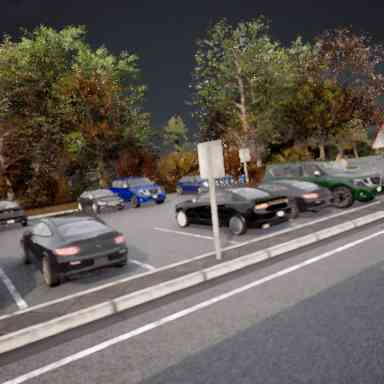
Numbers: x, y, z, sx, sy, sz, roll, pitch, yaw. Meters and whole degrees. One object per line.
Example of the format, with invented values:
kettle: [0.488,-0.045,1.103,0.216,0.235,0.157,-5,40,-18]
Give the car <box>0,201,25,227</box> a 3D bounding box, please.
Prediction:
car: [-10.735,1.264,18.988,2.231,1.521,4.892,-9,5,-36]

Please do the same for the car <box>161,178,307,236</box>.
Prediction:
car: [1.250,0.517,12.159,2.097,1.535,5.008,-9,5,-36]

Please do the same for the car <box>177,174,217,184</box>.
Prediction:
car: [0.618,-0.674,27.170,2.185,1.767,4.553,-8,5,-36]

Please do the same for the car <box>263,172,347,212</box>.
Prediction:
car: [3.521,0.195,13.812,2.002,1.452,4.674,-9,5,-36]

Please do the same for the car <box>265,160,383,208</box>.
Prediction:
car: [5.773,-0.456,15.416,2.435,2.045,5.566,-9,5,-36]

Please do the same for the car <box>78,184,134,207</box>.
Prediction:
car: [-6.213,0.545,22.292,2.231,1.521,4.892,-9,5,-36]

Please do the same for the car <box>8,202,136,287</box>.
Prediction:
car: [-3.282,1.276,8.870,2.002,1.452,4.674,-9,5,-36]

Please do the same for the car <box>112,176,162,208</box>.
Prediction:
car: [-4.052,-0.050,23.820,2.435,2.045,5.566,-9,5,-36]
